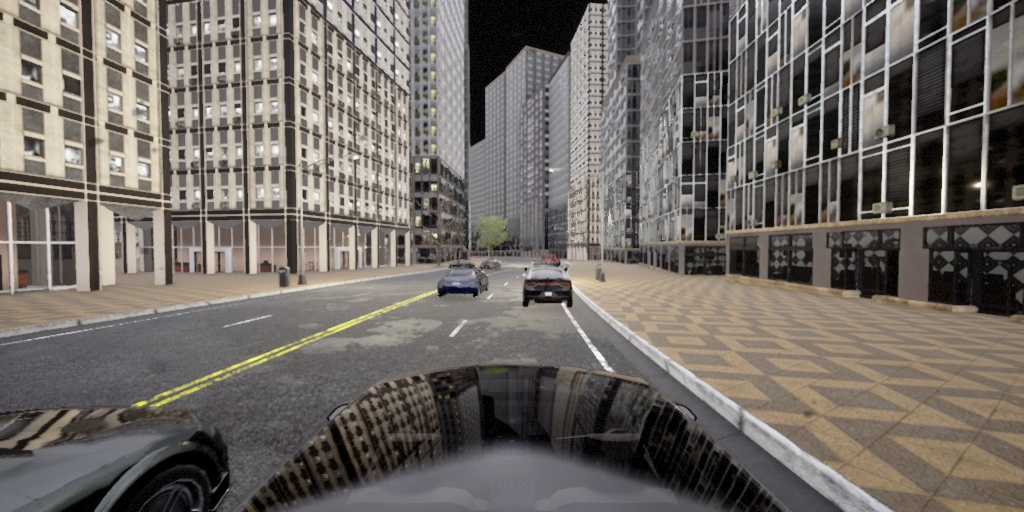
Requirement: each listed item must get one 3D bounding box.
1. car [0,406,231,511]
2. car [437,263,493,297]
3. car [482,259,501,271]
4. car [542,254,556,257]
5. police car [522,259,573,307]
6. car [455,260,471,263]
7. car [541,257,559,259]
[{"bbox_3d":[-3.089,1.318,0.929,1.994,1.385,4.181,0,0,0],"label":"car"},{"bbox_3d":[-2.386,1.228,18.362,1.994,1.385,4.181,0,0,4],"label":"car"},{"bbox_3d":[-2.600,1.085,43.489,1.994,1.385,4.181,0,0,10],"label":"car"},{"bbox_3d":[5.141,0.737,49.114,2.150,2.045,5.566,0,0,11],"label":"car"},{"bbox_3d":[1.442,1.110,15.158,1.930,1.638,5.238,0,0,4],"label":"police car"},{"bbox_3d":[-6.053,1.116,42.683,1.895,1.301,4.718,0,0,10],"label":"car"},{"bbox_3d":[2.965,1.089,30.577,1.882,1.535,5.008,0,0,8],"label":"car"}]
